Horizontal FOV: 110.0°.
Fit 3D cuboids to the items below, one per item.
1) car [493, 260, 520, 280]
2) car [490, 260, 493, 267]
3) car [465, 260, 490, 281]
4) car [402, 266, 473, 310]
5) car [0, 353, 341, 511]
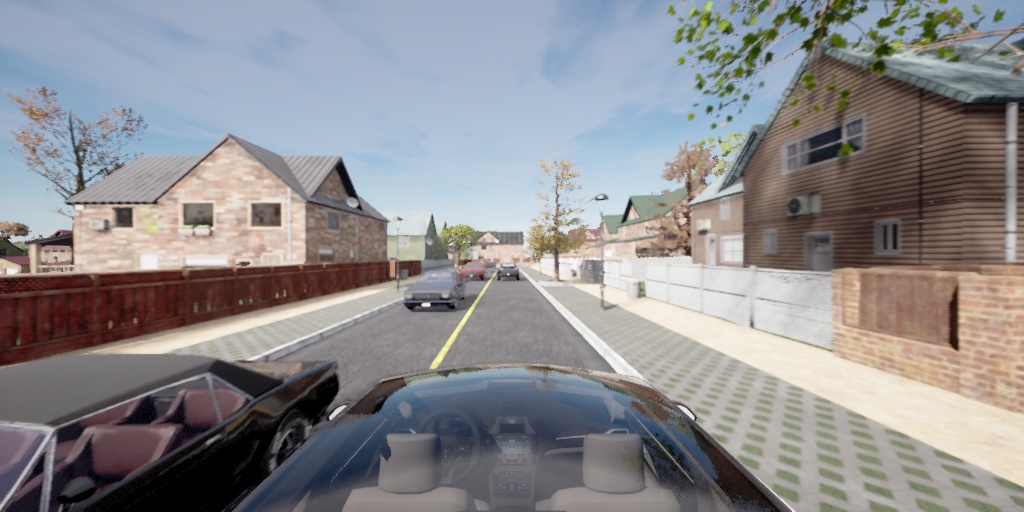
[{"bbox_3d":[-0.323,1.260,30.996,2.128,1.511,4.902,0,0,-1],"label":"car"},{"bbox_3d":[-3.671,1.463,62.345,1.994,1.385,4.181,0,0,0],"label":"car"},{"bbox_3d":[-3.202,1.264,30.504,1.882,1.535,5.008,0,0,0],"label":"car"},{"bbox_3d":[-3.027,1.318,15.176,2.033,1.411,5.357,0,0,-1],"label":"car"},{"bbox_3d":[-2.824,1.371,1.792,1.895,1.301,4.718,0,0,-1],"label":"car"}]
